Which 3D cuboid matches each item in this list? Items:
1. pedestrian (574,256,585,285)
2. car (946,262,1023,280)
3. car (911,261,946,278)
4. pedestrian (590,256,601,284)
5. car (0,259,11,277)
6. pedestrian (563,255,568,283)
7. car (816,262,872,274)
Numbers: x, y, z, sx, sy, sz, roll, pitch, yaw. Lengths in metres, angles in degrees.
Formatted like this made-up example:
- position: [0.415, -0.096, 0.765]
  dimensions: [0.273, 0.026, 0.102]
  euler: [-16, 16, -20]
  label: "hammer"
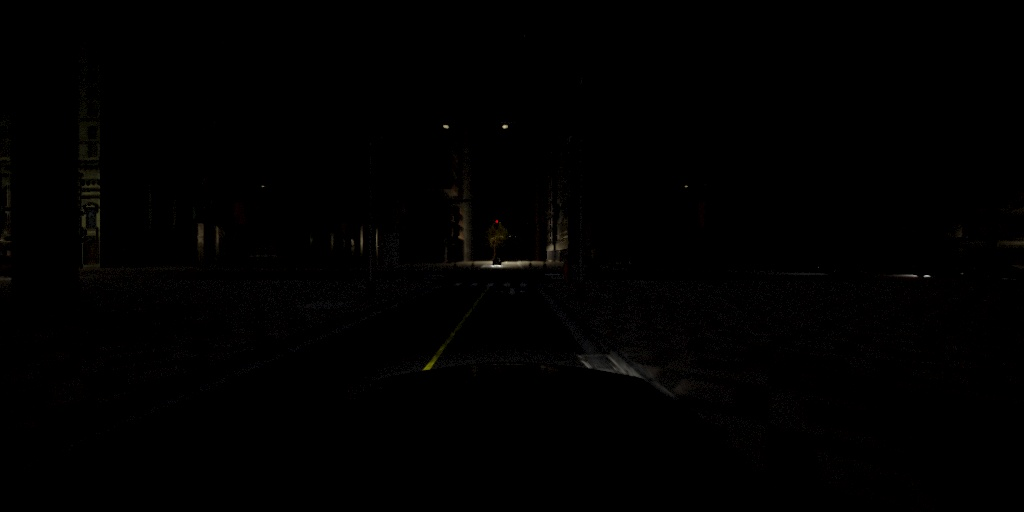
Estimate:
- position: [4.308, 0.872, 22.867]
  dimensions: [0.375, 1.860, 0.375]
  euler: [0, 0, 0]
  label: "pedestrian"
- position: [40.165, 1.280, 30.024]
  dimensions: [4.892, 1.490, 1.837]
  euler: [1, 0, 1]
  label: "car"
- position: [40.181, 1.259, 33.274]
  dimensions: [4.902, 1.511, 2.128]
  euler: [0, 0, 1]
  label: "car"
- position: [5.498, 0.885, 23.468]
  dimensions: [0.375, 1.860, 0.375]
  euler: [0, 0, 0]
  label: "pedestrian"
- position: [-46.877, 1.057, 33.570]
  dimensions: [4.553, 1.767, 2.097]
  euler: [0, 0, 1]
  label: "car"
- position: [3.632, 0.869, 24.068]
  dimensions: [0.375, 1.860, 0.375]
  euler: [0, 0, 0]
  label: "pedestrian"
- position: [36.856, 1.347, 39.891]
  dimensions: [4.718, 1.301, 1.895]
  euler: [0, 0, 1]
  label: "car"
